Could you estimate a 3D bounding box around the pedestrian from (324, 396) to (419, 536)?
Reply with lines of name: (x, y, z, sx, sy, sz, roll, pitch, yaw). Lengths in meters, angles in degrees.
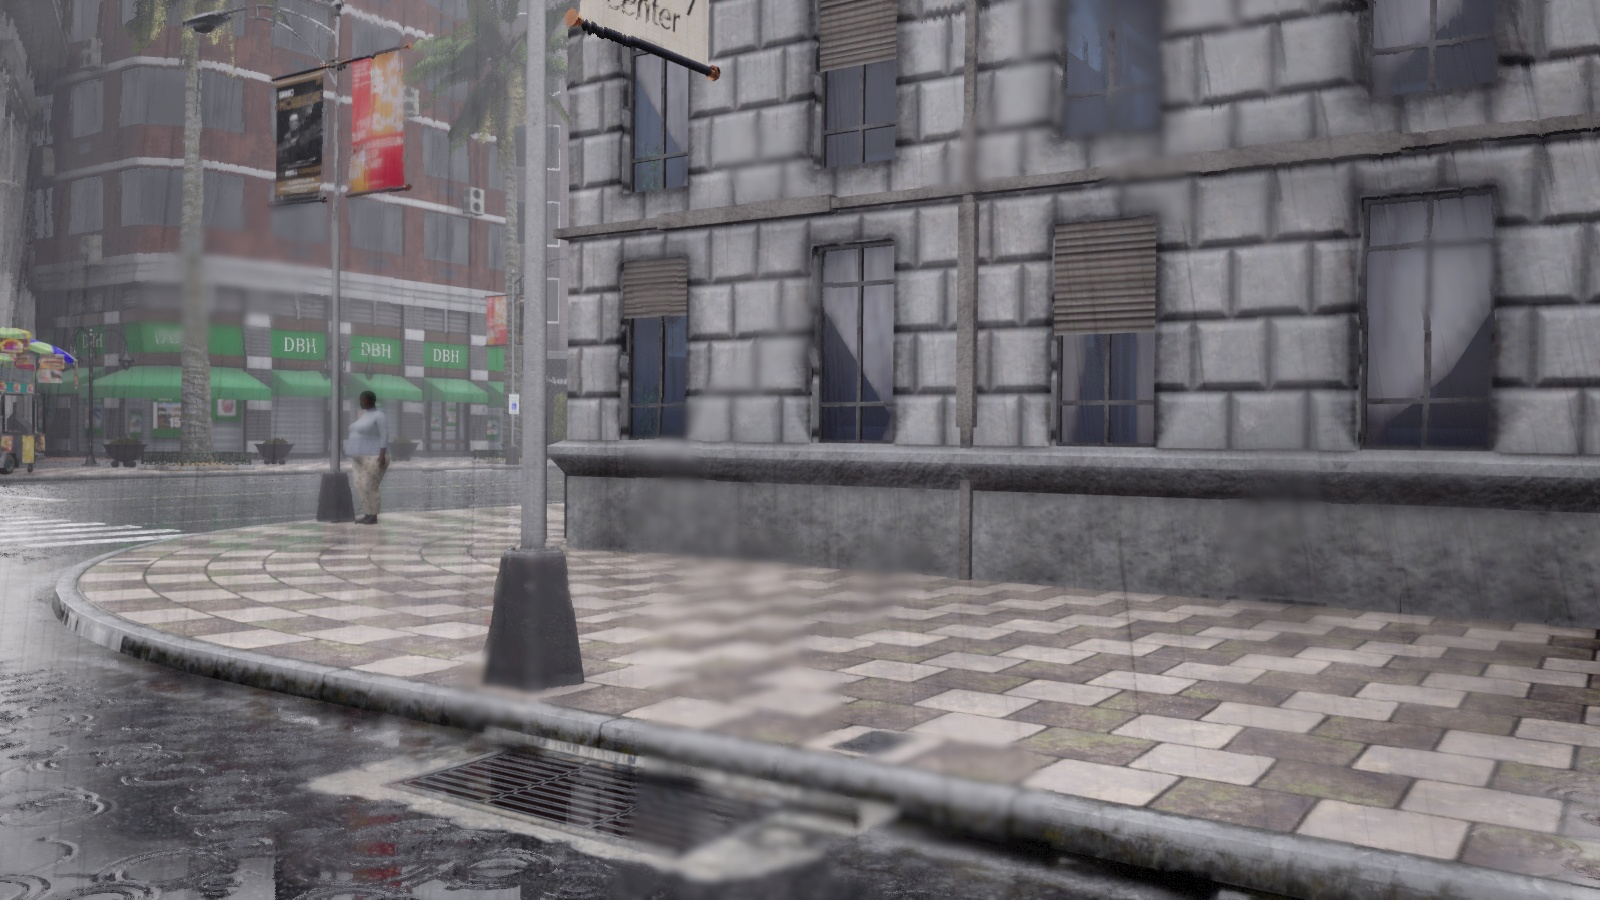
pedestrian: (-5.903, 0.205, 17.316, 0.874, 1.855, 0.900, 0, 1, 42)
